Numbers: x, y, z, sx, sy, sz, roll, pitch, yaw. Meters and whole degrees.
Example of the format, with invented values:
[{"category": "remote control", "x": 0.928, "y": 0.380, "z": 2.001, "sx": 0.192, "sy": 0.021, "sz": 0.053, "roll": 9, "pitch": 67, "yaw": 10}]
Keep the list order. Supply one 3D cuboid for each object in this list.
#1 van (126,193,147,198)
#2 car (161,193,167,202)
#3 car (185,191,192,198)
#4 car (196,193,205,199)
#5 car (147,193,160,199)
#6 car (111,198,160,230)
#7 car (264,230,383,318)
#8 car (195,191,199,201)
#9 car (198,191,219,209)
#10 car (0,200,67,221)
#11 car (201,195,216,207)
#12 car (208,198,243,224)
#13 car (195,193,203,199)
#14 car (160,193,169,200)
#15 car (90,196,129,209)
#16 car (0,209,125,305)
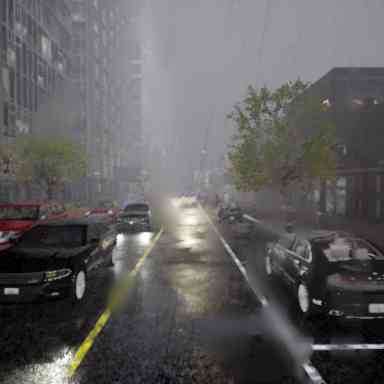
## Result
[{"category": "van", "x": -6.044, "y": 1.129, "z": 34.737, "sx": 1.690, "sy": 1.788, "sz": 3.998, "roll": -1, "pitch": 0, "yaw": -1}, {"category": "car", "x": -6.319, "y": 1.137, "z": 62.411, "sx": 1.887, "sy": 1.381, "sz": 4.507, "roll": -1, "pitch": 0, "yaw": -1}, {"category": "car", "x": -0.858, "y": 0.912, "z": 86.163, "sx": 1.812, "sy": 1.442, "sz": 4.674, "roll": 0, "pitch": 0, "yaw": -1}, {"category": "car", "x": 1.893, "y": 0.991, "z": 79.086, "sx": 1.947, "sy": 1.339, "sz": 4.313, "roll": -1, "pitch": 0, "yaw": -1}, {"category": "car", "x": -6.156, "y": 1.024, "z": 45.805, "sx": 2.192, "sy": 1.841, "sz": 5.009, "roll": -1, "pitch": 0, "yaw": -1}, {"category": "car", "x": -3.278, "y": 1.379, "z": 20.204, "sx": 1.837, "sy": 1.490, "sz": 4.892, "roll": 0, "pitch": 1, "yaw": -1}, {"category": "car", "x": 2.749, "y": 1.483, "z": 7.144, "sx": 2.008, "sy": 1.369, "sz": 4.403, "roll": -1, "pitch": 0, "yaw": -1}, {"category": "car", "x": 2.000, "y": 0.819, "z": 68.017, "sx": 2.192, "sy": 1.841, "sz": 5.009, "roll": -1, "pitch": 0, "yaw": -1}, {"category": "car", "x": 2.279, "y": 1.014, "z": 40.346, "sx": 2.192, "sy": 1.841, "sz": 5.009, "roll": -1, "pitch": 0, "yaw": -1}, {"category": "car", "x": -5.916, "y": 1.264, "z": 11.871, "sx": 2.192, "sy": 1.841, "sz": 5.009, "roll": -1, "pitch": 0, "yaw": -1}, {"category": "car", "x": 2.226, "y": 1.184, "z": 46.051, "sx": 1.752, "sy": 1.417, "sz": 4.829, "roll": -1, "pitch": 0, "yaw": -1}, {"category": "car", "x": 2.471, "y": 1.373, "z": 23.010, "sx": 2.008, "sy": 1.369, "sz": 4.403, "roll": -1, "pitch": 0, "yaw": -1}, {"category": "car", "x": 1.838, "y": 0.968, "z": 84.620, "sx": 1.802, "sy": 1.307, "sz": 4.206, "roll": -1, "pitch": 0, "yaw": -1}, {"category": "car", "x": -6.486, "y": 1.001, "z": 78.843, "sx": 1.752, "sy": 1.417, "sz": 4.829, "roll": -1, "pitch": 0, "yaw": -1}, {"category": "car", "x": -5.935, "y": 1.311, "z": 22.941, "sx": 1.967, "sy": 1.590, "sz": 4.097, "roll": -1, "pitch": 0, "yaw": -1}, {"category": "car", "x": -3.172, "y": 1.436, "z": 8.282, "sx": 1.882, "sy": 1.535, "sz": 5.008, "roll": 0, "pitch": 0, "yaw": -1}]
